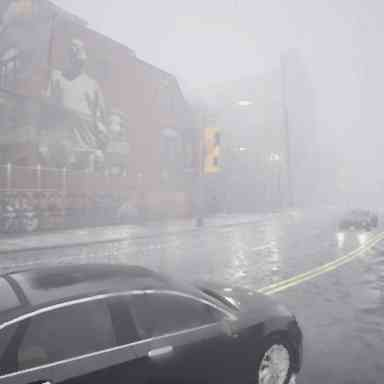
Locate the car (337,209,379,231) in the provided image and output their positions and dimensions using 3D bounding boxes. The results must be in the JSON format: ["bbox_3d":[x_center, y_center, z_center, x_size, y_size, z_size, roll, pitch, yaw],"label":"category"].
[{"bbox_3d":[11.462,1.847,22.659,2.033,1.411,5.357,0,-1,37],"label":"car"}]

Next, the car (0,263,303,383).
[{"bbox_3d":[-0.825,1.533,3.425,4.892,1.490,1.837,1,0,-37],"label":"car"}]
